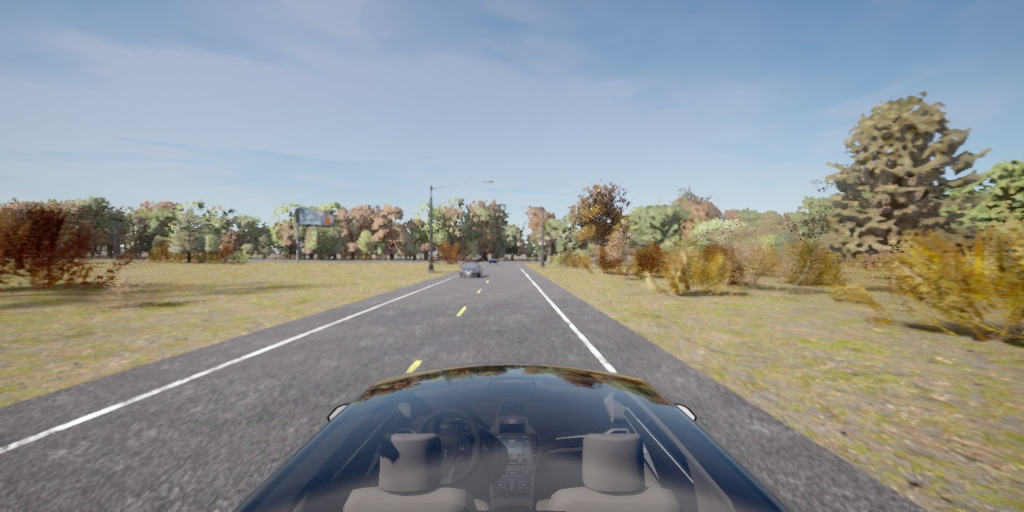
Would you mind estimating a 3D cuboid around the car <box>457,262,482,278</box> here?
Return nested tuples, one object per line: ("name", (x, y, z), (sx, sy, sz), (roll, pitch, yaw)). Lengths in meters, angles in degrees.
("car", (-3.797, 1.271, 33.532), (1.812, 1.442, 4.674), (0, 0, 0))
